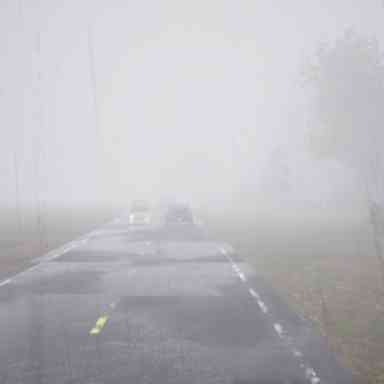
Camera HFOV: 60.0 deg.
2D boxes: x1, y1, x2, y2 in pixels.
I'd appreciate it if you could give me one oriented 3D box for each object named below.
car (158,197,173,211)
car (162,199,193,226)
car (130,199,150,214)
[{"bbox_3d":[-3.163,1.353,41.787,2.097,1.767,4.553,0,0,-8],"label":"car"},{"bbox_3d":[-0.981,1.506,23.300,1.837,1.490,4.892,0,0,-5],"label":"car"},{"bbox_3d":[-5.493,1.484,35.493,1.882,1.535,5.008,0,0,-7],"label":"car"}]
